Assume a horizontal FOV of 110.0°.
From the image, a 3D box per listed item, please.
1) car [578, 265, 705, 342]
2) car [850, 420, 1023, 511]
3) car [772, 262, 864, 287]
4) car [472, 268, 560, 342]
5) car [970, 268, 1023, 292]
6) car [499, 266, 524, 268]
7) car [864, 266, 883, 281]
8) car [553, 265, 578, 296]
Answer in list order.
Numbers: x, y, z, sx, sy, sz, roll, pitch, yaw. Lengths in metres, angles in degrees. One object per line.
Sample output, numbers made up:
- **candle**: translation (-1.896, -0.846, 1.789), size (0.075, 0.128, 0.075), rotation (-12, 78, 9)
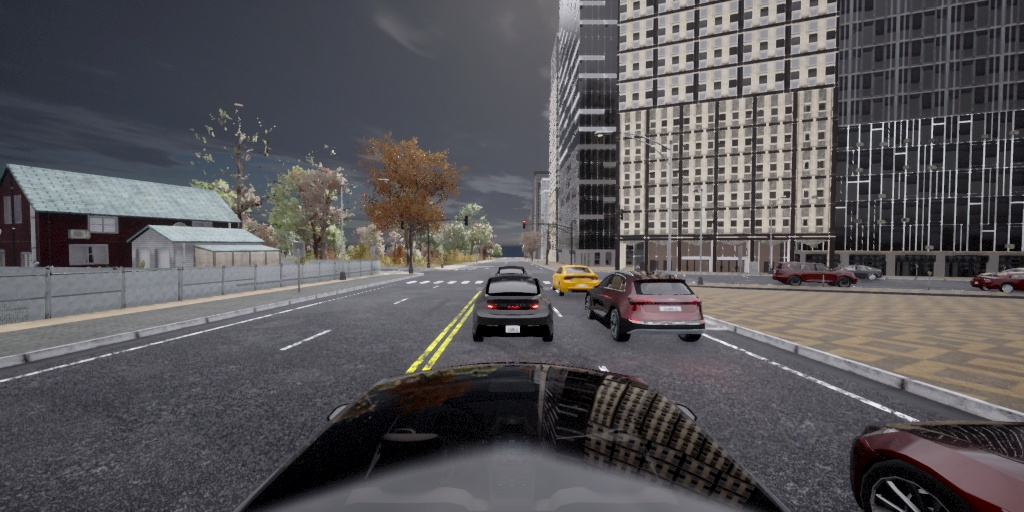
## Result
- **car**: translation (3.335, 1.177, 9.790), size (2.033, 1.649, 4.856), rotation (0, 0, 0)
- **car**: translation (3.352, 1.254, 0.529), size (2.163, 1.488, 4.792), rotation (0, 0, 0)
- **car**: translation (22.968, 1.393, 27.477), size (5.009, 1.841, 2.192), rotation (0, 0, 20)
- **car**: translation (0.031, 1.252, 9.774), size (1.837, 1.490, 4.892), rotation (0, 0, 0)
- **car**: translation (33.621, 1.715, 23.598), size (4.507, 1.381, 1.888), rotation (0, 0, 20)
- **car**: translation (-0.030, 1.251, 18.441), size (1.837, 1.490, 4.892), rotation (0, 0, 0)
- **car**: translation (30.991, 1.468, 32.940), size (4.403, 1.370, 2.007), rotation (0, 0, 20)
- **car**: translation (3.285, 1.224, 19.253), size (1.882, 1.535, 5.008), rotation (0, 0, 0)
